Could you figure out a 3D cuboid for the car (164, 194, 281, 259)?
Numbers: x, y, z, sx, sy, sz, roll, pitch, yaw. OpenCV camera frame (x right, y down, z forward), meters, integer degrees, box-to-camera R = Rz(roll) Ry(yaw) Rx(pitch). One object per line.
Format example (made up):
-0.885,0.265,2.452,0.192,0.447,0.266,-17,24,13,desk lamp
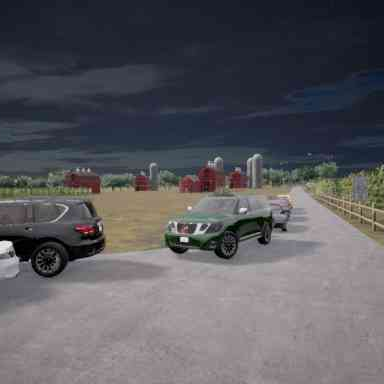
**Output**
1.298,1.106,12.668,2.150,2.045,5.566,0,0,34,car

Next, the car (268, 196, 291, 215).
8.189,1.193,30.772,1.837,1.490,4.892,0,0,18,car

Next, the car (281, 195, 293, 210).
6.266,1.231,24.727,1.882,1.535,5.008,0,0,18,car

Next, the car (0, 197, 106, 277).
-5.364,1.225,9.595,5.566,2.045,2.150,-1,1,-4,car

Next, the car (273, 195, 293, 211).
10.003,1.104,36.475,1.882,1.535,5.008,0,1,18,car

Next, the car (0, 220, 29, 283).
-6.104,1.612,6.679,4.674,1.442,1.812,-2,2,-38,car

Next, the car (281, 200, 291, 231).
4.415,1.377,18.993,1.994,1.385,4.181,0,0,17,car
